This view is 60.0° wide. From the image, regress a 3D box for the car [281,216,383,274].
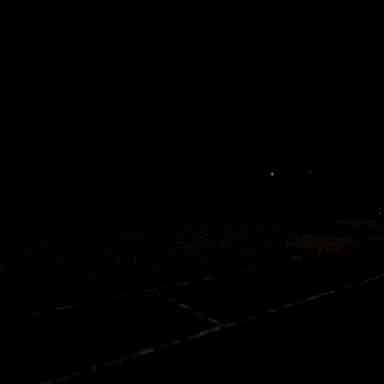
[{"bbox_3d":[4.780,1.446,10.207,4.829,1.417,1.752,0,0,-34],"label":"car"}]
